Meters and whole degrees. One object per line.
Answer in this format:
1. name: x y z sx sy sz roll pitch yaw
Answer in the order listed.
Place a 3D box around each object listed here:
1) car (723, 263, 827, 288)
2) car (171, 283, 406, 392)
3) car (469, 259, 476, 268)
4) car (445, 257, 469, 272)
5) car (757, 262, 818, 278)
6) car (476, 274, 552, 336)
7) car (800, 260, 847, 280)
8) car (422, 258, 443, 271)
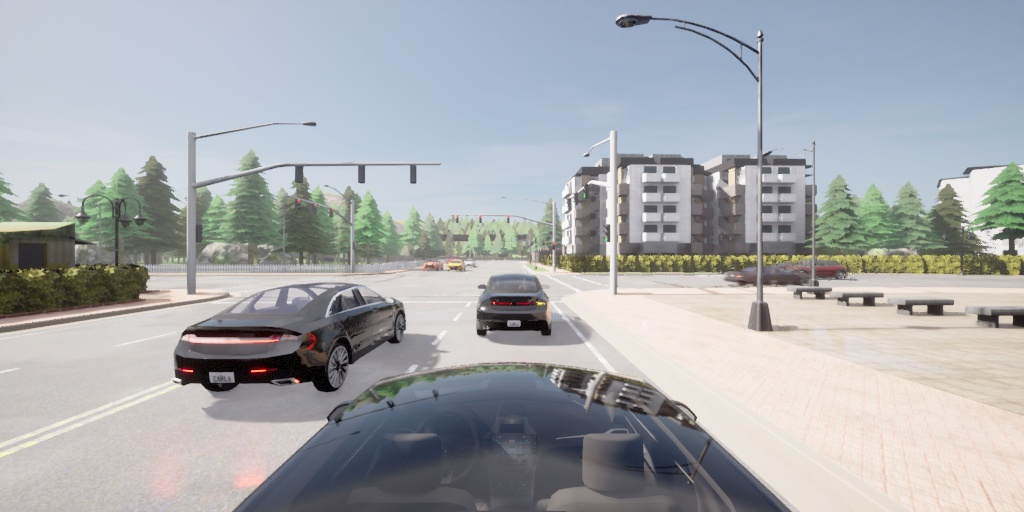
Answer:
1. car: 16.804 1.332 23.366 5.357 1.411 2.033 0 0 -1
2. car: -3.460 1.241 6.718 2.128 1.511 4.902 0 0 0
3. car: -7.271 1.274 61.446 1.812 1.442 4.674 0 0 0
4. car: -7.247 1.226 46.865 1.882 1.535 5.008 0 0 0
5. car: 25.992 1.313 33.912 4.181 1.385 1.994 0 0 5
6. car: 0.048 1.255 10.382 1.837 1.490 4.892 0 0 0
7. car: 25.423 1.100 30.467 4.553 1.767 2.097 0 0 5
8. car: -10.749 1.100 48.826 2.097 1.767 4.553 0 0 0
